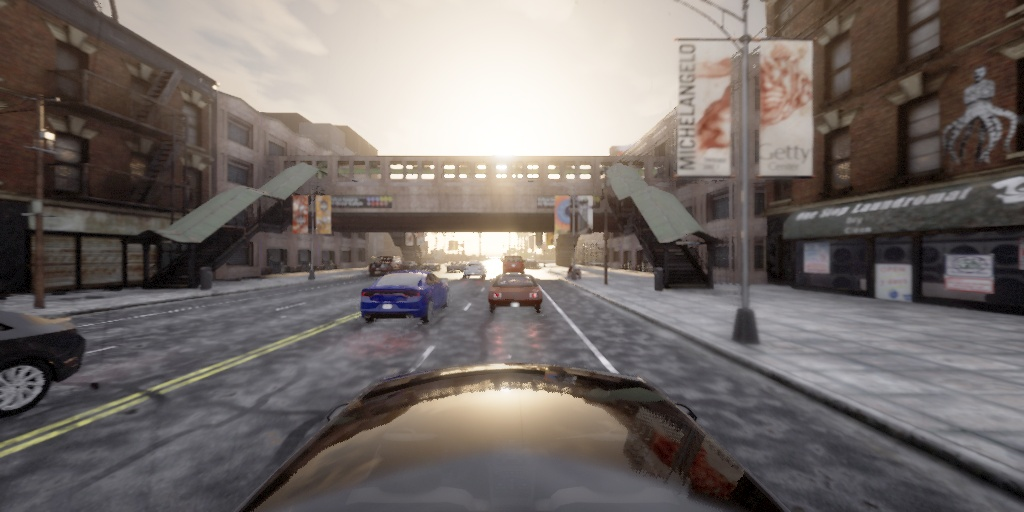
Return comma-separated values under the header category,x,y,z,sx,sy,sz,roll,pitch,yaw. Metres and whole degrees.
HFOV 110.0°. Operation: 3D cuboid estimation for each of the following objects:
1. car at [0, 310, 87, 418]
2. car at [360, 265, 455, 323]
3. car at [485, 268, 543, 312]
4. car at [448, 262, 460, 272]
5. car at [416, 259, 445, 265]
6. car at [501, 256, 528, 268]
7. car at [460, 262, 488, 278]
category,x,y,z,sx,sy,sz,roll,pitch,yaw
car,-7.101,1.251,3.097,1.837,1.490,4.892,0,0,0
car,-3.390,1.227,12.219,1.882,1.535,5.008,0,0,0
car,0.110,1.350,14.283,1.895,1.301,4.718,0,0,0
car,-7.001,1.350,44.931,1.895,1.301,4.718,0,0,1
car,-10.485,1.312,46.410,1.994,1.385,4.181,0,0,1
car,0.130,0.974,35.154,2.150,2.045,5.566,0,0,0
car,-3.385,1.276,33.205,1.812,1.442,4.674,0,0,0
